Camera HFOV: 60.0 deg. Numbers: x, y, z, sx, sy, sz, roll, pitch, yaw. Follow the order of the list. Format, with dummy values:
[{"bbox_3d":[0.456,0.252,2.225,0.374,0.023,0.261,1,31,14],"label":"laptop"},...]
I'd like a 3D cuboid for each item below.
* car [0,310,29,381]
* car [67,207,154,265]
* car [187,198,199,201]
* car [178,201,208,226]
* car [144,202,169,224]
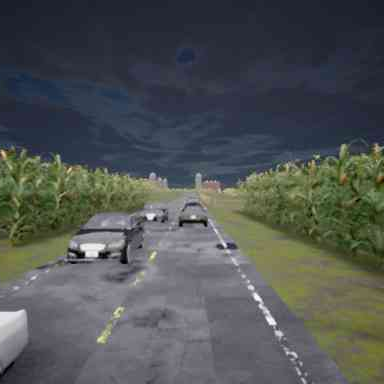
[{"bbox_3d":[-2.846,1.601,1.670,1.895,1.301,4.718,0,0,0],"label":"car"},{"bbox_3d":[-2.827,1.492,11.854,2.128,1.511,4.902,0,0,0],"label":"car"},{"bbox_3d":[0.115,1.490,39.667,1.837,1.490,4.892,0,1,0],"label":"car"},{"bbox_3d":[0.092,1.561,23.255,1.994,1.385,4.181,0,0,1],"label":"car"},{"bbox_3d":[-2.755,1.488,24.816,2.128,1.511,4.902,0,0,1],"label":"car"}]
